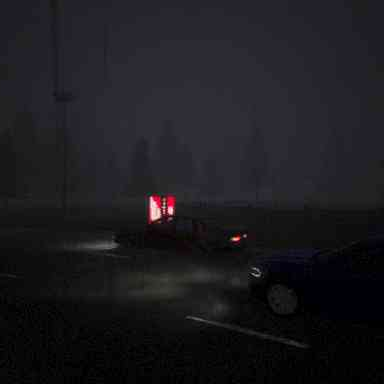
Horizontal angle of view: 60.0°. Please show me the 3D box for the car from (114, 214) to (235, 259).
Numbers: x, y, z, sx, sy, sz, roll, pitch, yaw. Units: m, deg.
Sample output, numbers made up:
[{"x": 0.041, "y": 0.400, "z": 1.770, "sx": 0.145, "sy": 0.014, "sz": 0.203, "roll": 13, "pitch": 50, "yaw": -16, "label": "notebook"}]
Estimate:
[{"x": -0.378, "y": 1.547, "z": 12.506, "sx": 5.357, "sy": 1.411, "sz": 2.033, "roll": 0, "pitch": 0, "yaw": 29, "label": "car"}]

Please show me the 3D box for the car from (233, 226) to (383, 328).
[{"x": 3.425, "y": 1.477, "z": 5.677, "sx": 5.008, "sy": 1.535, "sz": 1.882, "roll": 0, "pitch": 0, "yaw": 35, "label": "car"}]

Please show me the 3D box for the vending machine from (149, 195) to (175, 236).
[{"x": -1.595, "y": 1.195, "z": 17.765, "sx": 0.880, "sy": 2.100, "sz": 1.100, "roll": 0, "pitch": 0, "yaw": 29, "label": "vending machine"}]
